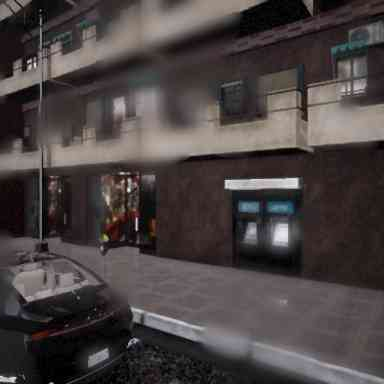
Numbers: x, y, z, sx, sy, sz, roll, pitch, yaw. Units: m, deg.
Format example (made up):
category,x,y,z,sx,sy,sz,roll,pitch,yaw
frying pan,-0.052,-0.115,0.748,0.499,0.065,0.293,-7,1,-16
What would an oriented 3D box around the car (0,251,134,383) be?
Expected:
category,x,y,z,sx,sy,sz,roll,pitch,yaw
car,-2.785,1.551,4.865,4.403,1.369,2.008,0,0,36
